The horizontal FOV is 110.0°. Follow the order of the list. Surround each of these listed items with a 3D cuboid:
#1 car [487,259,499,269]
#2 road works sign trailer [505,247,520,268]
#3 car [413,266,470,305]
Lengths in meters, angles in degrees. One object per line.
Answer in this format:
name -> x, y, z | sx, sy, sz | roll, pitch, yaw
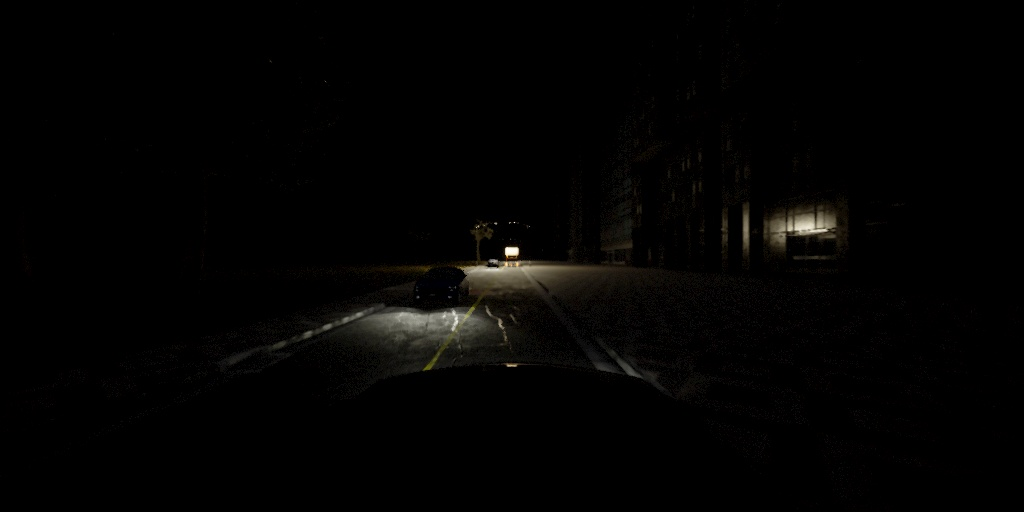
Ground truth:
car -> -3.061, 1.276, 58.631 | 2.128, 1.511, 4.902 | 0, 0, 1
road works sign trailer -> -0.022, 0.251, 64.225 | 2.380, 3.560, 2.880 | 0, 0, 0
car -> -3.105, 1.243, 16.506 | 1.882, 1.535, 5.008 | 0, 0, 0
